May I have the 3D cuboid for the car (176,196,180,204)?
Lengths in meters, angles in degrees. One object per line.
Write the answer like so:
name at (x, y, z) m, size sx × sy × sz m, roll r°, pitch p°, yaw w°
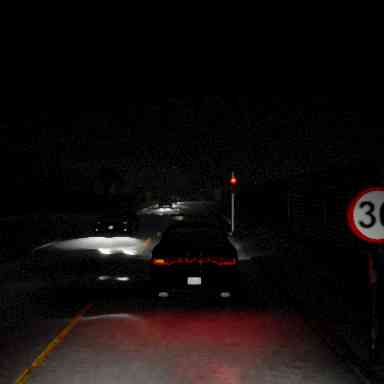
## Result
car at (-3.921, 1.576, 64.549) m, size 2.128 × 1.511 × 4.902 m, roll 0°, pitch 0°, yaw 1°

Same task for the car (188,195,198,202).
car at (0.139, 1.431, 71.379) m, size 1.812 × 1.442 × 4.674 m, roll 0°, pitch 0°, yaw 0°

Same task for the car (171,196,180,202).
car at (-3.849, 1.690, 77.536) m, size 1.895 × 1.301 × 4.718 m, roll 0°, pitch 0°, yaw 0°

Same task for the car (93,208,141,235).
car at (-4.064, 1.588, 18.657) m, size 1.994 × 1.385 × 4.181 m, roll 0°, pitch 0°, yaw 0°

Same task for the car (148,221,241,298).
car at (0.068, 1.489, 8.603) m, size 1.882 × 1.535 × 5.008 m, roll 0°, pitch 0°, yaw 1°

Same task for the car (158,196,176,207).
car at (-3.996, 1.557, 50.922) m, size 2.128 × 1.511 × 4.902 m, roll 0°, pitch 0°, yaw 0°
